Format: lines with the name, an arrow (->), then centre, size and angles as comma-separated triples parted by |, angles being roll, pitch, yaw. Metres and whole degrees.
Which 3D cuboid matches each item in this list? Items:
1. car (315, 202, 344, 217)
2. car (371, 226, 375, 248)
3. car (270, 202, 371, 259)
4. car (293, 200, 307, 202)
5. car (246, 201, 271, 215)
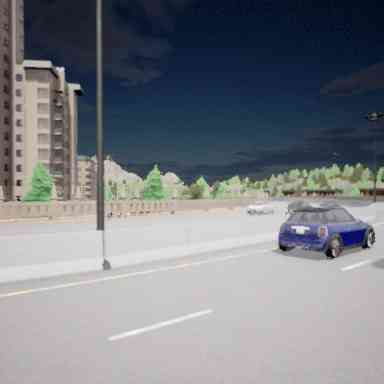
car -> 14.413, 1.766, 34.730 | 1.994, 1.385, 4.181 | 0, -1, 33
car -> 7.848, 1.532, 10.609 | 4.902, 1.511, 2.128 | 0, 0, -42
car -> 5.387, 1.407, 13.108 | 4.553, 1.767, 2.097 | 0, 0, -42
car -> 12.137, 1.735, 37.612 | 1.837, 1.490, 4.892 | 0, -1, 32
car -> 7.750, 1.755, 37.345 | 1.812, 1.442, 4.674 | 0, -1, 34
